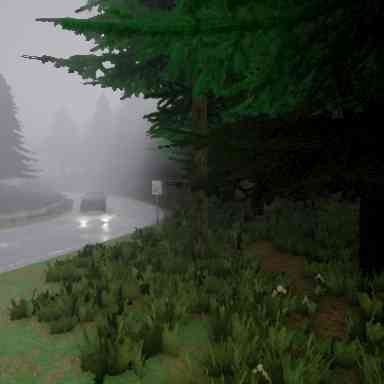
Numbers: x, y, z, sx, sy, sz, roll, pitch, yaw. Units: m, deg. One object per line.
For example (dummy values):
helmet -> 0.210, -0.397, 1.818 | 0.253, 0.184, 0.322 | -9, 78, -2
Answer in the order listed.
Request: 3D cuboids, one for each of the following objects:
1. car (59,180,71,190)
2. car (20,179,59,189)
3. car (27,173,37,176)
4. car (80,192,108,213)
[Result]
car -> -18.443, -0.951, 45.363 | 4.892, 1.490, 1.837 | 6, 4, 38
car -> -19.294, -0.841, 41.775 | 4.892, 1.490, 1.837 | 5, 3, 34
car -> -25.775, -2.127, 52.419 | 2.150, 2.045, 5.566 | 0, 5, -30
car -> -7.958, 0.749, 27.229 | 1.882, 1.535, 5.008 | 0, 4, -14
